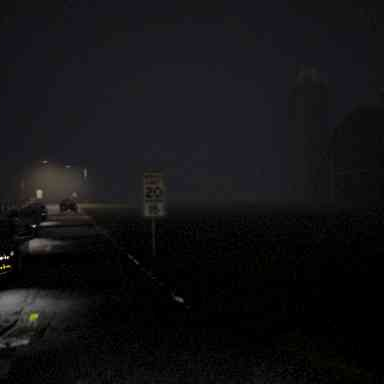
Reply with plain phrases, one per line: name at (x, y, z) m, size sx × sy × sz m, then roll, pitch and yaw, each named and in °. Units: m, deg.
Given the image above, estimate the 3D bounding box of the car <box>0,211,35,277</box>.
car at (-6.078, 1.586, 10.116) m, size 1.837 × 1.490 × 4.892 m, roll -1°, pitch 0°, yaw -22°

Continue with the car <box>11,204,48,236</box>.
car at (-9.681, 1.676, 19.213) m, size 2.033 × 1.411 × 5.357 m, roll -1°, pitch 0°, yaw -22°

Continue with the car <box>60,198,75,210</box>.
car at (-17.970, 1.729, 47.870) m, size 1.837 × 1.490 × 4.892 m, roll -1°, pitch 0°, yaw -22°

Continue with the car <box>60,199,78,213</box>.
car at (-14.819, 1.787, 39.955) m, size 1.895 × 1.301 × 4.718 m, roll -1°, pitch 0°, yaw -21°
